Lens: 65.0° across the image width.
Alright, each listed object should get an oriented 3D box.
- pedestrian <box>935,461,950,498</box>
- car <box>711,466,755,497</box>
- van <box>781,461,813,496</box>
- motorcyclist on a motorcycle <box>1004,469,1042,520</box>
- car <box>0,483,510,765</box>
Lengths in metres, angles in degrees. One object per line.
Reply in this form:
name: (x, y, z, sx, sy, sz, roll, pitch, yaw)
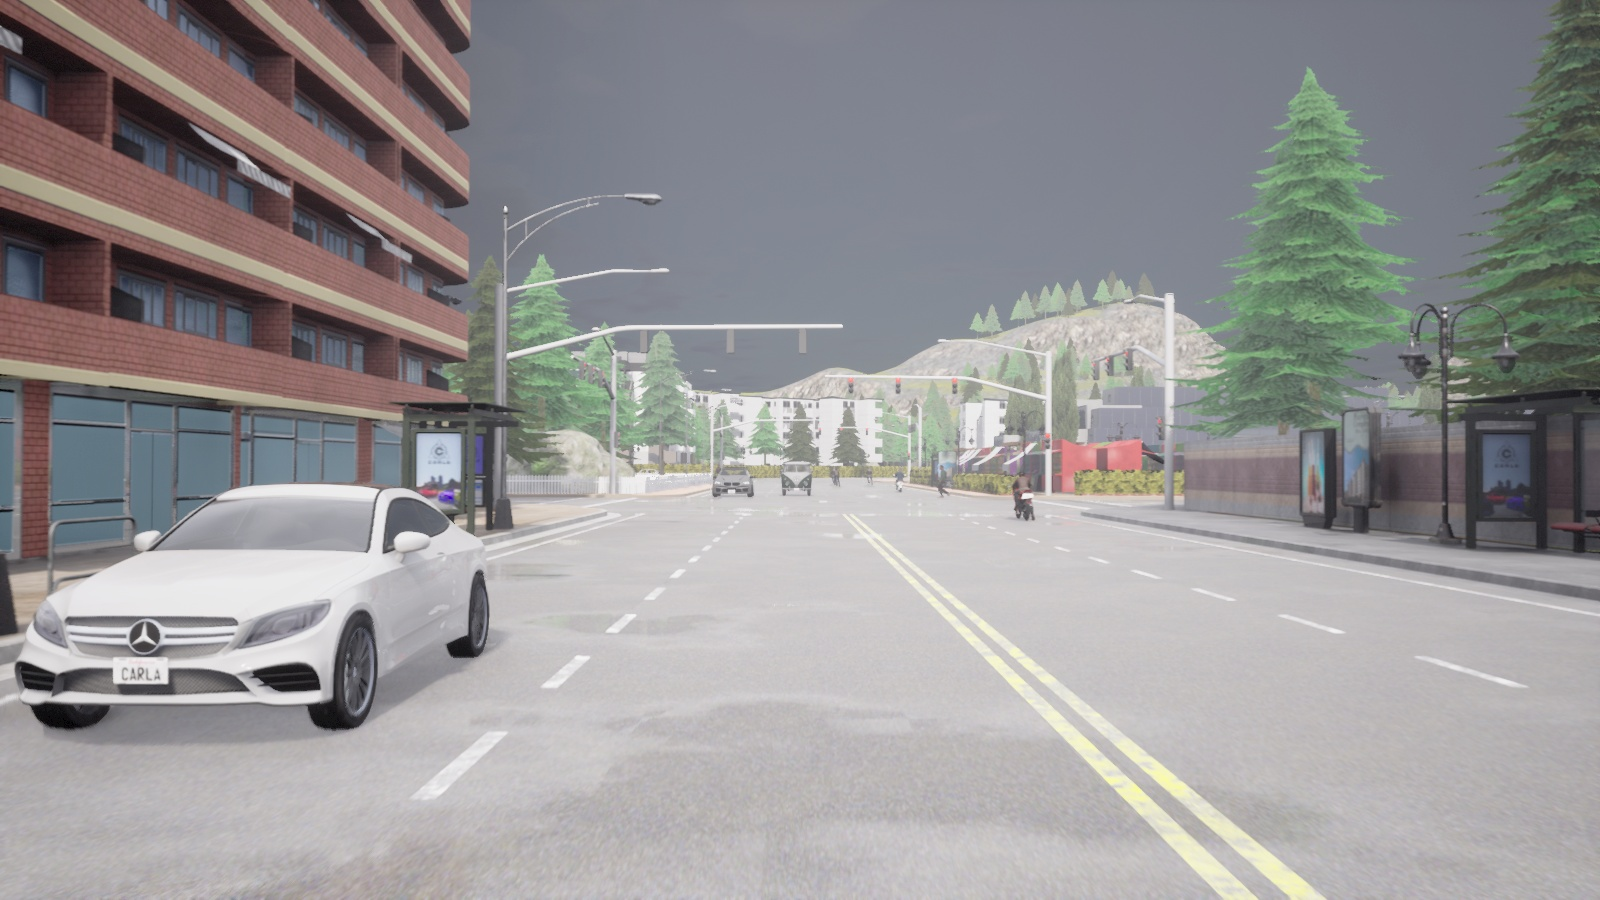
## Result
pedestrian: (7.556, 1.556, 66.723, 0.788, 1.949, 0.423, 0, -1, 6)
car: (-3.673, 1.725, 69.804, 2.242, 1.667, 4.611, 0, -1, 0)
van: (-0.182, 1.672, 73.339, 1.775, 1.987, 4.442, 0, -1, 0)
motorcyclist on a motorcycle: (6.903, 1.354, 38.992, 0.797, 1.523, 2.044, 0, -1, 0)
car: (-3.526, 0.988, 9.038, 1.812, 1.442, 4.674, 0, -1, 0)
